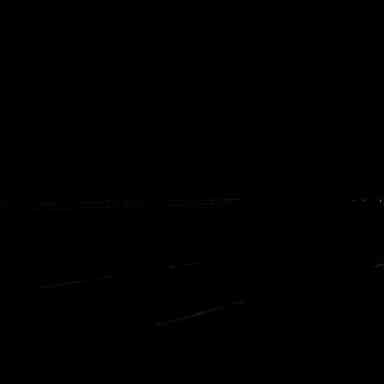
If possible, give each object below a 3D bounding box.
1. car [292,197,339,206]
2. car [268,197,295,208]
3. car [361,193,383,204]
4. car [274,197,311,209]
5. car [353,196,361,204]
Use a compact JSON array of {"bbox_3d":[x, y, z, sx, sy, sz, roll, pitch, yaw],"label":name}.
[{"bbox_3d":[11.395,1.456,29.317,4.892,1.490,1.837,0,0,-35],"label":"car"},{"bbox_3d":[9.424,1.428,32.210,5.008,1.535,1.882,0,0,-35],"label":"car"},{"bbox_3d":[24.838,1.141,43.179,5.566,2.045,2.150,0,0,-35],"label":"car"},{"bbox_3d":[13.199,1.410,43.472,5.008,1.535,1.882,0,0,-35],"label":"car"},{"bbox_3d":[28.138,1.261,54.045,4.553,1.767,2.097,0,0,-35],"label":"car"}]
